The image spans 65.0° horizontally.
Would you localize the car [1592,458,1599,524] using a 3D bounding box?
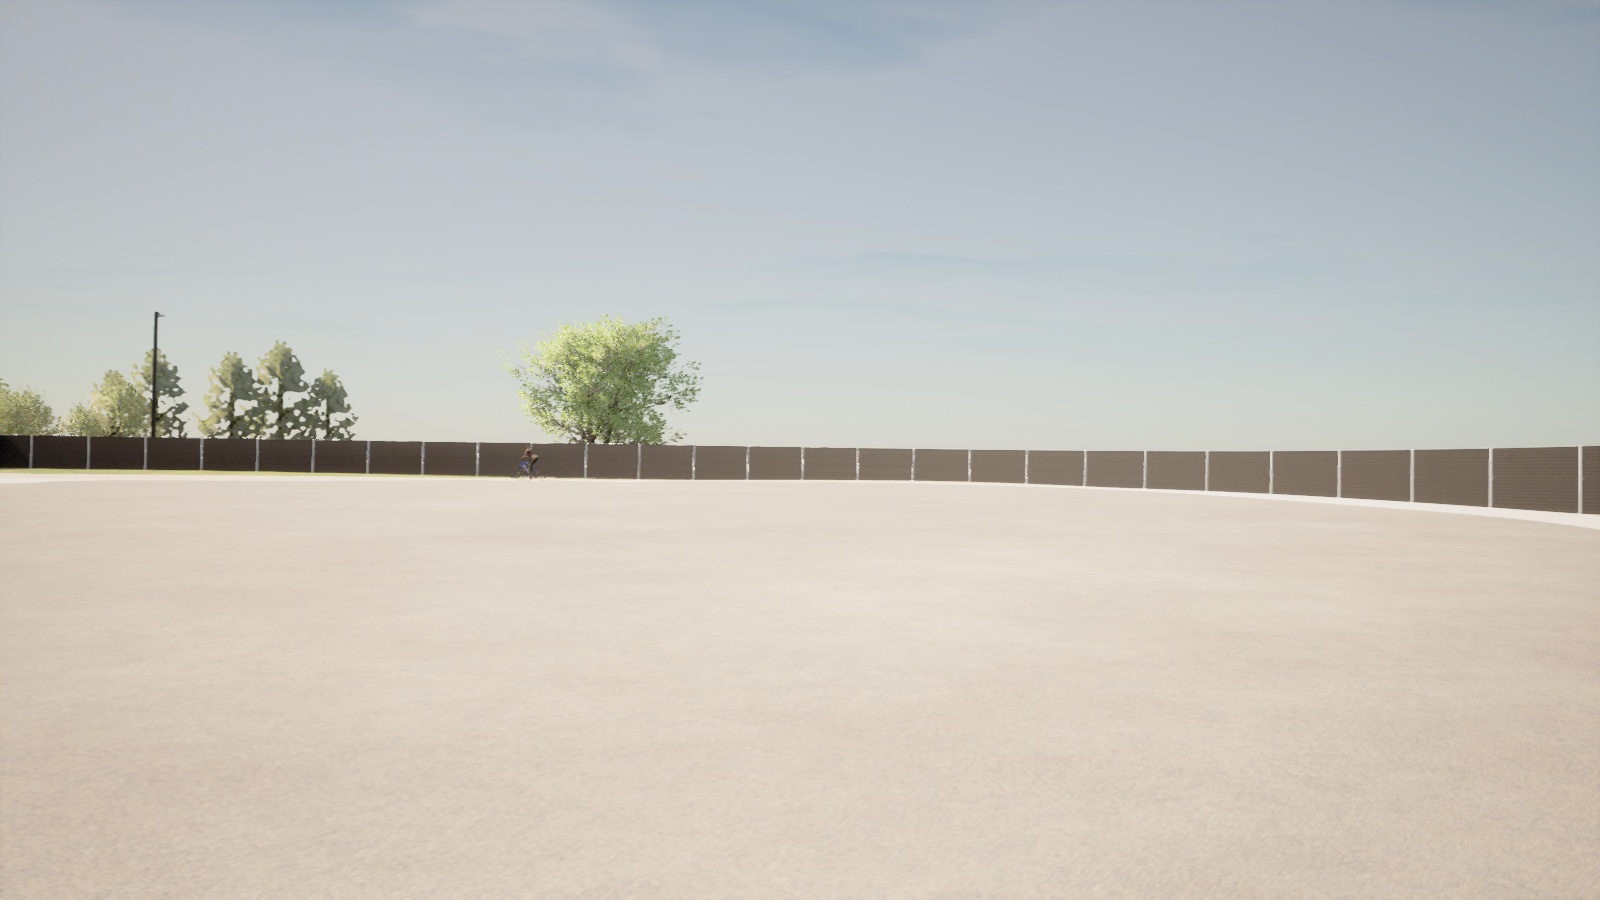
[{"bbox_3d":[16.523,0.811,22.606,1.895,1.301,4.718,0,0,5],"label":"car"}]
